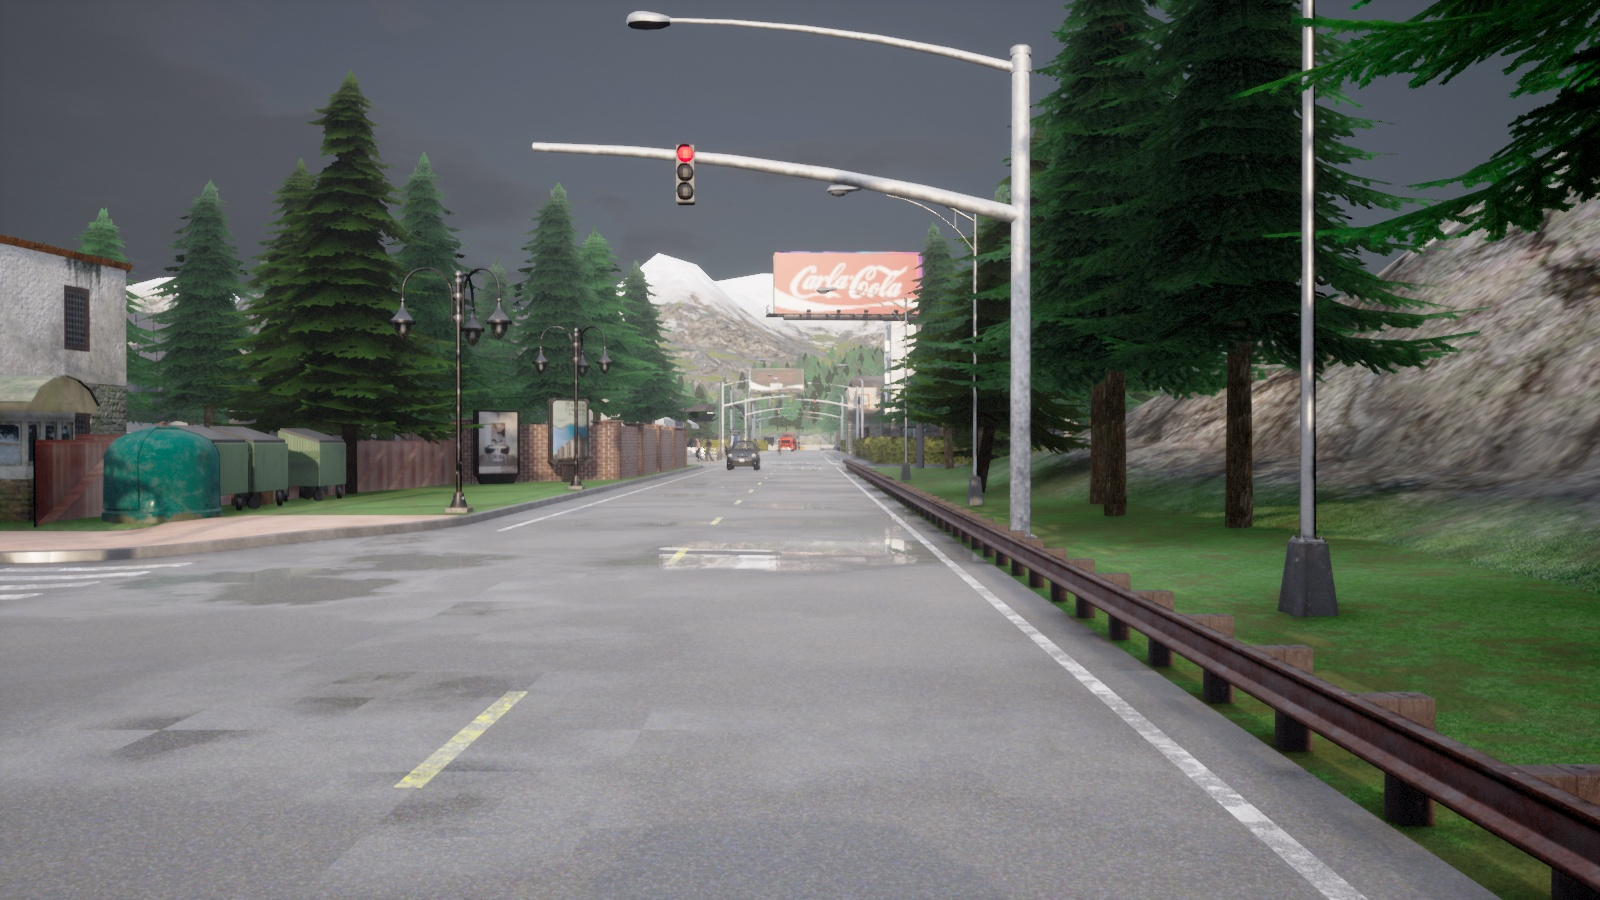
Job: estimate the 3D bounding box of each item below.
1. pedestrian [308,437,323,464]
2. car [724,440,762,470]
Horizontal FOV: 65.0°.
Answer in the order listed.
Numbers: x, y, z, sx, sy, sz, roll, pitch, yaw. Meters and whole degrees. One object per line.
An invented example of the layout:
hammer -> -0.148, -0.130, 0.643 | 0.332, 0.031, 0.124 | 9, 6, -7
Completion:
pedestrian -> -34.727, 0.040, 90.019 | 0.849, 1.883, 0.563 | 0, 0, 1
car -> -3.089, 0.248, 68.880 | 1.851, 1.617, 3.988 | 0, 0, 0
